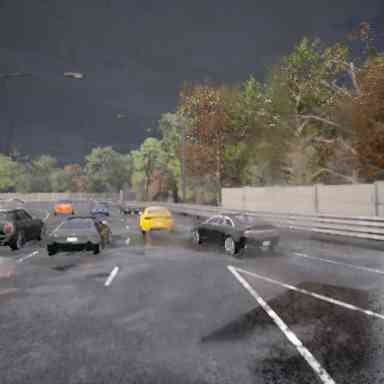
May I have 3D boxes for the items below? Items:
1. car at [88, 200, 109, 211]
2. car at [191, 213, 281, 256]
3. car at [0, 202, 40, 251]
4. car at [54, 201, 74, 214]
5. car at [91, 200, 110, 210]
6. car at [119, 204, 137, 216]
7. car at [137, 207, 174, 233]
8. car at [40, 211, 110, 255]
[{"bbox_3d":[-10.665,1.992,37.804,2.033,1.411,5.357,0,-1,-21],"label":"car"},{"bbox_3d":[1.622,1.645,14.060,2.128,1.511,4.902,0,-1,-26],"label":"car"},{"bbox_3d":[-8.329,1.541,15.151,2.097,1.767,4.553,0,-1,-8],"label":"car"},{"bbox_3d":[-15.661,1.840,40.654,2.097,1.767,4.553,0,-1,-22],"label":"car"},{"bbox_3d":[-15.258,2.155,55.343,1.837,1.490,4.892,0,-1,-29],"label":"car"},{"bbox_3d":[-7.384,2.050,38.916,1.895,1.301,4.718,0,-1,-21],"label":"car"},{"bbox_3d":[-2.354,1.722,21.482,1.882,1.535,5.008,0,-1,-11],"label":"car"},{"bbox_3d":[-4.669,1.733,14.184,1.994,1.385,4.181,0,-1,-8],"label":"car"}]
